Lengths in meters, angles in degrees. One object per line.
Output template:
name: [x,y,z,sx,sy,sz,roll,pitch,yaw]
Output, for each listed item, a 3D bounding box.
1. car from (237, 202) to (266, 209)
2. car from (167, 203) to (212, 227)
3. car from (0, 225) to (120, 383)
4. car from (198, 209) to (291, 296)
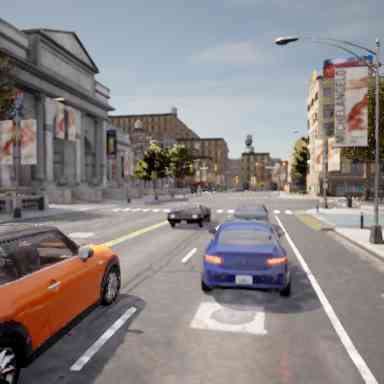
car: [3.148,1.259,17.644,2.033,1.411,5.357,0,1,11]
car: [-0.002,1.281,19.726,1.895,1.301,4.718,0,1,11]
car: [-2.707,1.271,4.986,2.097,1.767,4.553,0,1,7]
car: [1.344,1.389,8.289,1.812,1.442,4.674,0,1,10]
